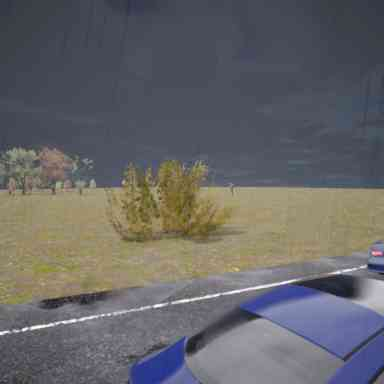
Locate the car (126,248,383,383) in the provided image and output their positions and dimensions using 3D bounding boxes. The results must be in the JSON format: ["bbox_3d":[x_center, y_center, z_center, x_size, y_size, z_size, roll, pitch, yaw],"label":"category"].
[{"bbox_3d":[1.648,1.526,2.964,4.674,1.442,1.812,0,0,-29],"label":"car"}]

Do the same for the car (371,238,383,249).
[{"bbox_3d":[6.739,1.549,9.370,5.357,1.411,2.033,0,0,-43],"label":"car"}]
